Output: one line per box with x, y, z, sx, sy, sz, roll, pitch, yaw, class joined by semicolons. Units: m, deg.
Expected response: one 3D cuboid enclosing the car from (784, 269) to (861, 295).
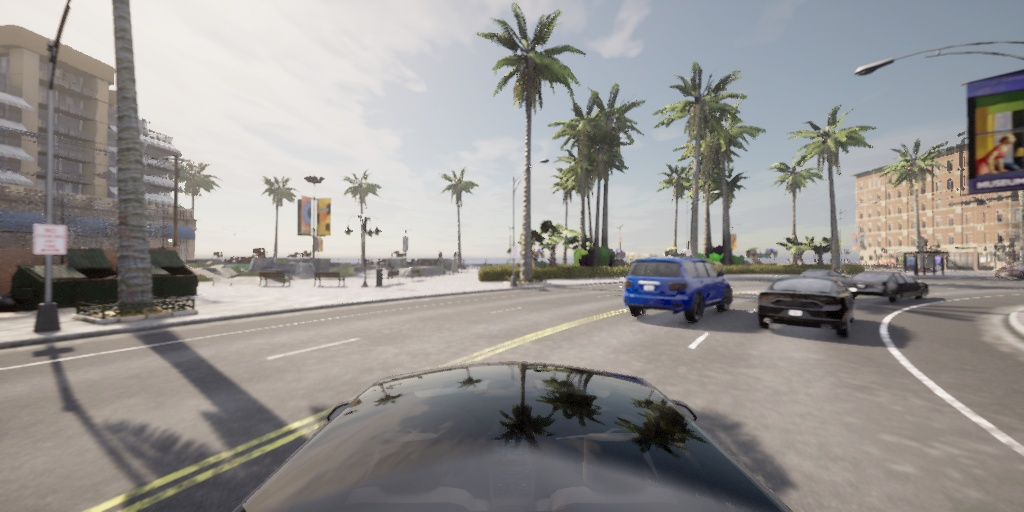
18.972;1.513;21.881;4.181;1.385;1.994;0;-1;-25;car

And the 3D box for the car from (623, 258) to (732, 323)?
6.106;1.081;12.968;2.150;2.045;5.566;-1;-1;45;car

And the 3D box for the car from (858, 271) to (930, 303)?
18.546;1.458;17.866;5.357;1.411;2.033;0;-1;-26;car

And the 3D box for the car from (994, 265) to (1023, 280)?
51.100;1.618;35.589;4.674;1.442;1.812;0;-1;2;car

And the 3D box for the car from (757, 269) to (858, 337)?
8.924;1.317;10.803;5.008;1.535;1.882;1;-1;-45;car
